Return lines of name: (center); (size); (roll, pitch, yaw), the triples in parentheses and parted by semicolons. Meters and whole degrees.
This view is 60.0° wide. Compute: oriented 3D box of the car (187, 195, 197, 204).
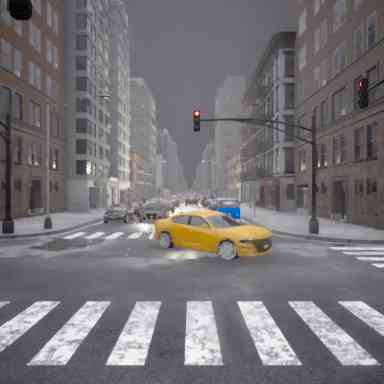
car: (-0.069, 1.460, 65.168); (1.882, 1.535, 5.008); (0, 0, 0)

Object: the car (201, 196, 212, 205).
car: (2.586, 1.576, 47.765); (1.802, 1.307, 4.206); (0, 0, 0)

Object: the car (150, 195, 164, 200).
car: (-5.439, 1.520, 47.580); (1.752, 1.417, 4.829); (0, 0, 0)

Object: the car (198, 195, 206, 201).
car: (2.545, 1.531, 87.534); (1.947, 1.339, 4.313); (0, 0, 0)

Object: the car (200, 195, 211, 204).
car: (2.569, 1.422, 64.809); (1.967, 1.590, 4.097); (0, 0, 0)

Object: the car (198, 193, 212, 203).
car: (2.581, 1.305, 53.446); (2.192, 1.841, 5.009); (0, 0, 0)

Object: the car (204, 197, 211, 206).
car: (2.598, 1.580, 36.402); (1.802, 1.307, 4.206); (0, 0, 0)

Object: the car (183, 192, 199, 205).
car: (-0.059, 1.341, 55.136); (2.097, 1.767, 4.553); (0, 0, 0)

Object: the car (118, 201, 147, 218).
car: (-5.421, 1.543, 30.704); (1.887, 1.381, 4.507); (0, 0, 0)

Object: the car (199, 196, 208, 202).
car: (2.557, 1.525, 76.171); (2.008, 1.369, 4.403); (0, 0, 0)

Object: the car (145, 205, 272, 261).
car: (0.621, 1.489, 12.609); (5.008, 1.535, 1.882); (0, 1, 44)

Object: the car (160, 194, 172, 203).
car: (-5.462, 1.293, 70.477); (2.192, 1.841, 5.009); (0, 0, 0)

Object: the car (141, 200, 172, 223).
car: (-2.865, 1.562, 25.618); (1.994, 1.385, 4.181); (0, 0, 0)

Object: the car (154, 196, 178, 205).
car: (-2.862, 1.524, 37.172); (1.812, 1.442, 4.674); (0, 0, 0)

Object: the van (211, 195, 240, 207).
van: (2.610, 1.340, 25.040); (1.690, 1.788, 3.998); (0, 0, 0)

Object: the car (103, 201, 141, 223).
car: (-5.415, 1.550, 25.023); (2.008, 1.369, 4.403); (0, 0, 0)

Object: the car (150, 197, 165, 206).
car: (-5.444, 1.556, 53.432); (1.947, 1.339, 4.313); (0, 0, 0)

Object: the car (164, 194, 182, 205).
car: (-2.843, 1.485, 50.008); (2.128, 1.511, 4.902); (0, 0, 1)

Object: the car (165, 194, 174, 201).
car: (-5.474, 1.410, 81.841); (1.967, 1.590, 4.097); (0, 0, 0)
